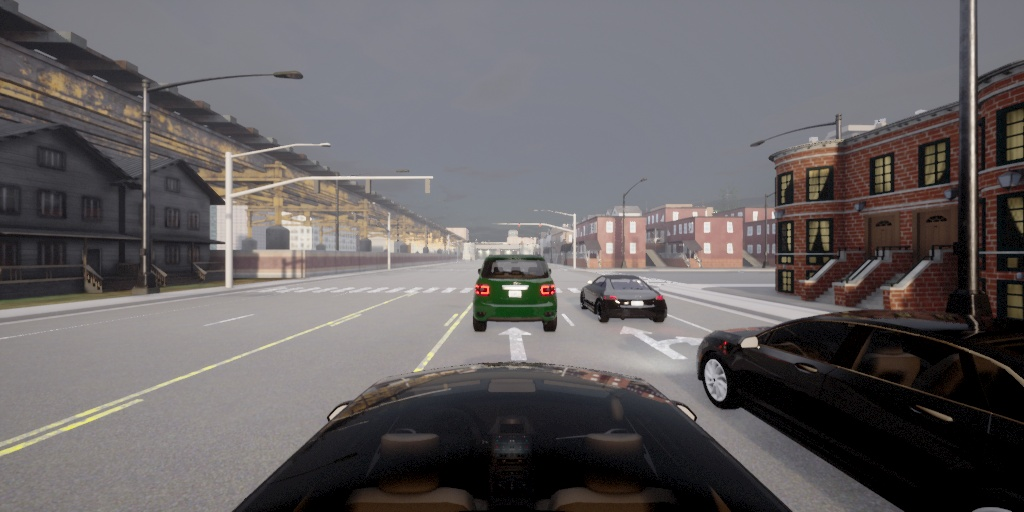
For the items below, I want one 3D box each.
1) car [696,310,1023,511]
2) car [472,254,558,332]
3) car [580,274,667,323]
[{"bbox_3d":[3.599,1.255,3.279,1.837,1.490,4.892,0,0,0],"label":"car"},{"bbox_3d":[0.083,0.970,11.021,2.150,2.045,5.566,0,0,0],"label":"car"},{"bbox_3d":[3.582,1.313,12.192,1.994,1.385,4.181,0,0,1],"label":"car"}]
